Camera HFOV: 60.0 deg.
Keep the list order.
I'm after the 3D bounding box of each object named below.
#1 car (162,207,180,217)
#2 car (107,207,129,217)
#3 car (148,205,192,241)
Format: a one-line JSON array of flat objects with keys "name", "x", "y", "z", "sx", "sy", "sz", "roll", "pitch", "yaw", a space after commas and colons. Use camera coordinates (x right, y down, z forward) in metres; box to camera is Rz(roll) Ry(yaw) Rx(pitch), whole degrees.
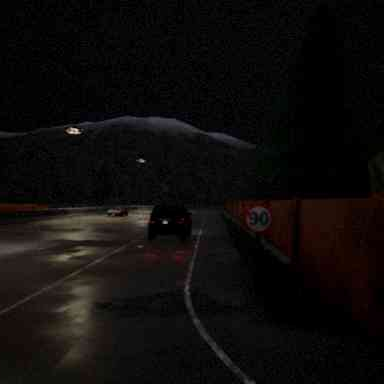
[{"name": "car", "x": -3.155, "y": 2.995, "z": 50.108, "sx": 1.994, "sy": 1.385, "sz": 4.181, "roll": 1, "pitch": -2, "yaw": 5}, {"name": "car", "x": -10.441, "y": 2.823, "z": 47.274, "sx": 1.895, "sy": 1.301, "sz": 4.718, "roll": 1, "pitch": -2, "yaw": 4}, {"name": "car", "x": -1.272, "y": 1.813, "z": 20.543, "sx": 2.150, "sy": 2.045, "sz": 5.566, "roll": 1, "pitch": -2, "yaw": 4}]
